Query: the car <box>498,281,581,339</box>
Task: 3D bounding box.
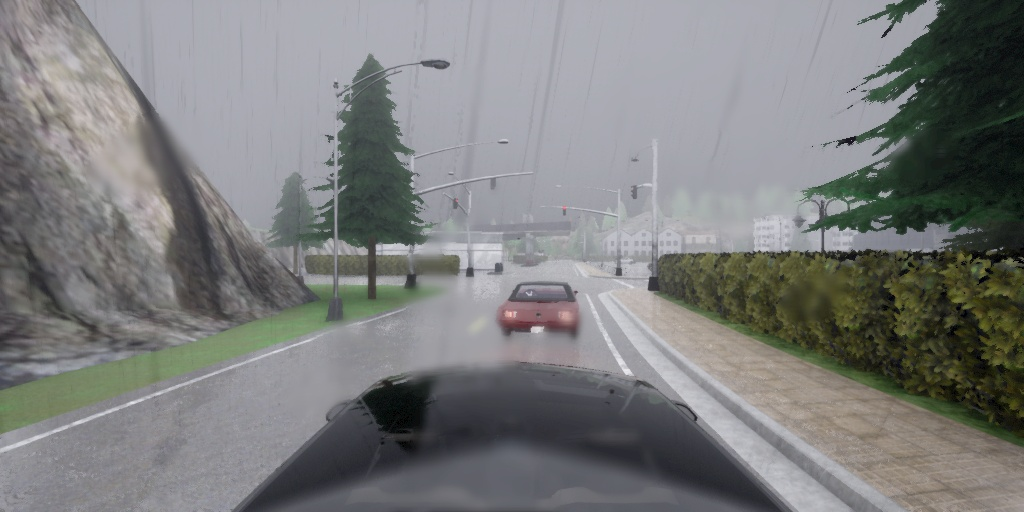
[{"bbox_3d":[0.918,1.351,10.149,1.895,1.301,4.718,0,0,8],"label":"car"}]
